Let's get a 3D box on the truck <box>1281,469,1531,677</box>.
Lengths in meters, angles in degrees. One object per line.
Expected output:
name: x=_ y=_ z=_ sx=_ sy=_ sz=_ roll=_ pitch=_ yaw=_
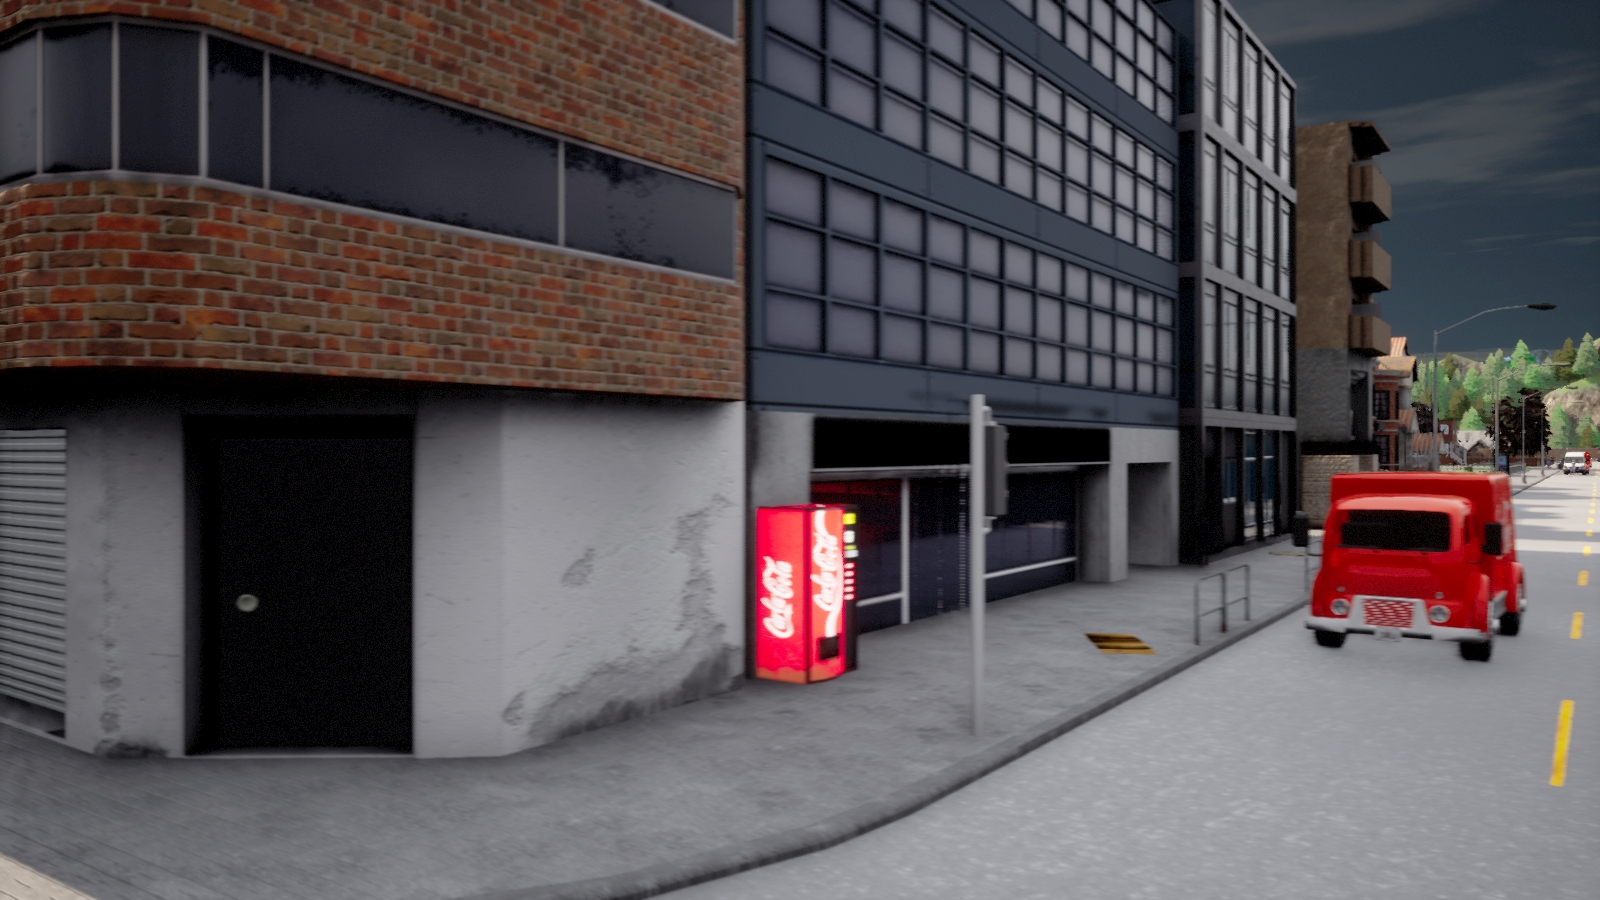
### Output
truck: x=9.145 y=1.568 z=16.968 sx=2.627 sy=2.467 sz=5.204 roll=0 pitch=0 yaw=35
